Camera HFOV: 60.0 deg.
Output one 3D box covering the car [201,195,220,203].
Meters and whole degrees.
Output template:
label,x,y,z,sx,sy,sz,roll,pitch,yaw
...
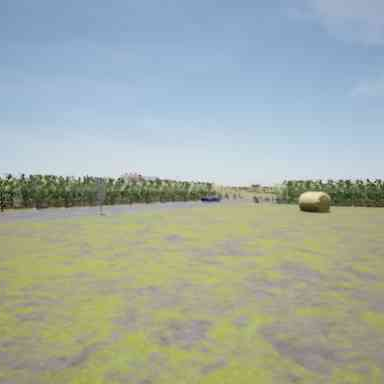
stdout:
label,x,y,z,sx,sy,sz,roll,pitch,yaw
car,3.408,1.289,61.624,1.895,1.301,4.718,0,0,31
